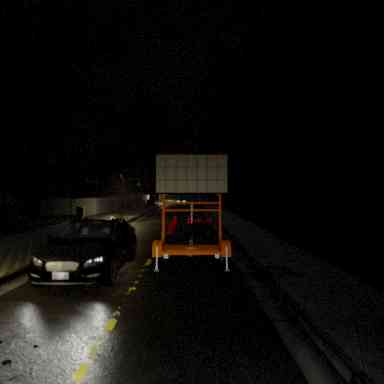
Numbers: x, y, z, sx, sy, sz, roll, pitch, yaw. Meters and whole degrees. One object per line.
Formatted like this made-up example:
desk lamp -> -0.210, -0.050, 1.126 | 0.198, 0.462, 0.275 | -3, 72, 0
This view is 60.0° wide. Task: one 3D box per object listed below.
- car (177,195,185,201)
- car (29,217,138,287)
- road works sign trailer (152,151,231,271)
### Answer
car -> -2.819, 1.562, 86.696 | 1.837, 1.490, 4.892 | 0, 0, 0
car -> -2.757, 1.491, 9.422 | 2.128, 1.511, 4.902 | 0, 0, 0
road works sign trailer -> -0.008, 0.464, 10.841 | 2.380, 3.560, 2.880 | 0, 0, 0
